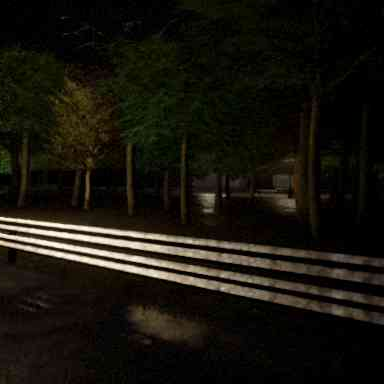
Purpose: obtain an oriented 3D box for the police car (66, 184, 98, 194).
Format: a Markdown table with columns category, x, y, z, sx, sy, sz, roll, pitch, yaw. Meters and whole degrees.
| category | x | y | z | sx | sy | sz | roll | pitch | yaw |
| --- | --- | --- | --- | --- | --- | --- | --- | --- | --- |
| police car | -18.660 | -0.548 | 56.736 | 5.238 | 1.638 | 1.930 | 0 | 1 | -3 |
